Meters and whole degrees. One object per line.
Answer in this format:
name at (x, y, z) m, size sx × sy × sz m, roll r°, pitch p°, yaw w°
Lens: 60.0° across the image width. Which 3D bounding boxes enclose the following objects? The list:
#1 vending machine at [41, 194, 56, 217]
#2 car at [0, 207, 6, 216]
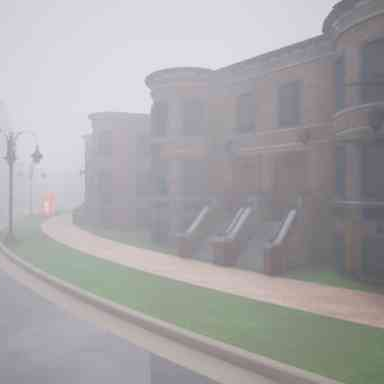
vending machine at (-13.813, 1.286, 31.983) m, size 1.100 × 2.100 × 0.880 m, roll 0°, pitch 0°, yaw -8°
car at (-18.778, 1.658, 30.327) m, size 1.895 × 1.301 × 4.718 m, roll 0°, pitch 0°, yaw -10°
